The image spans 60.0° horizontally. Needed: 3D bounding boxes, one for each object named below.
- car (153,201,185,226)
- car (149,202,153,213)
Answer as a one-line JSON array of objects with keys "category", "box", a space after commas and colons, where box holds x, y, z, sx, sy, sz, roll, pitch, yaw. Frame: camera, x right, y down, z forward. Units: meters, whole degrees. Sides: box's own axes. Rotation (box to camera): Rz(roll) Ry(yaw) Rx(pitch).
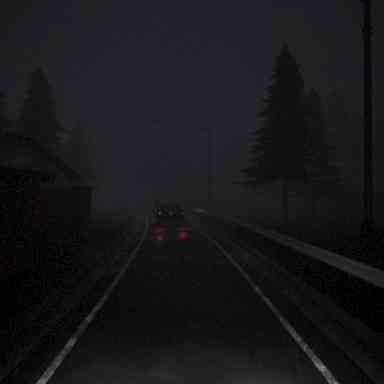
[{"category": "car", "box": [-1.757, 1.592, 26.056, 2.097, 1.767, 4.553, 0, -1, -7]}, {"category": "car", "box": [-4.633, 1.931, 43.612, 1.812, 1.442, 4.674, 0, -1, -11]}]
